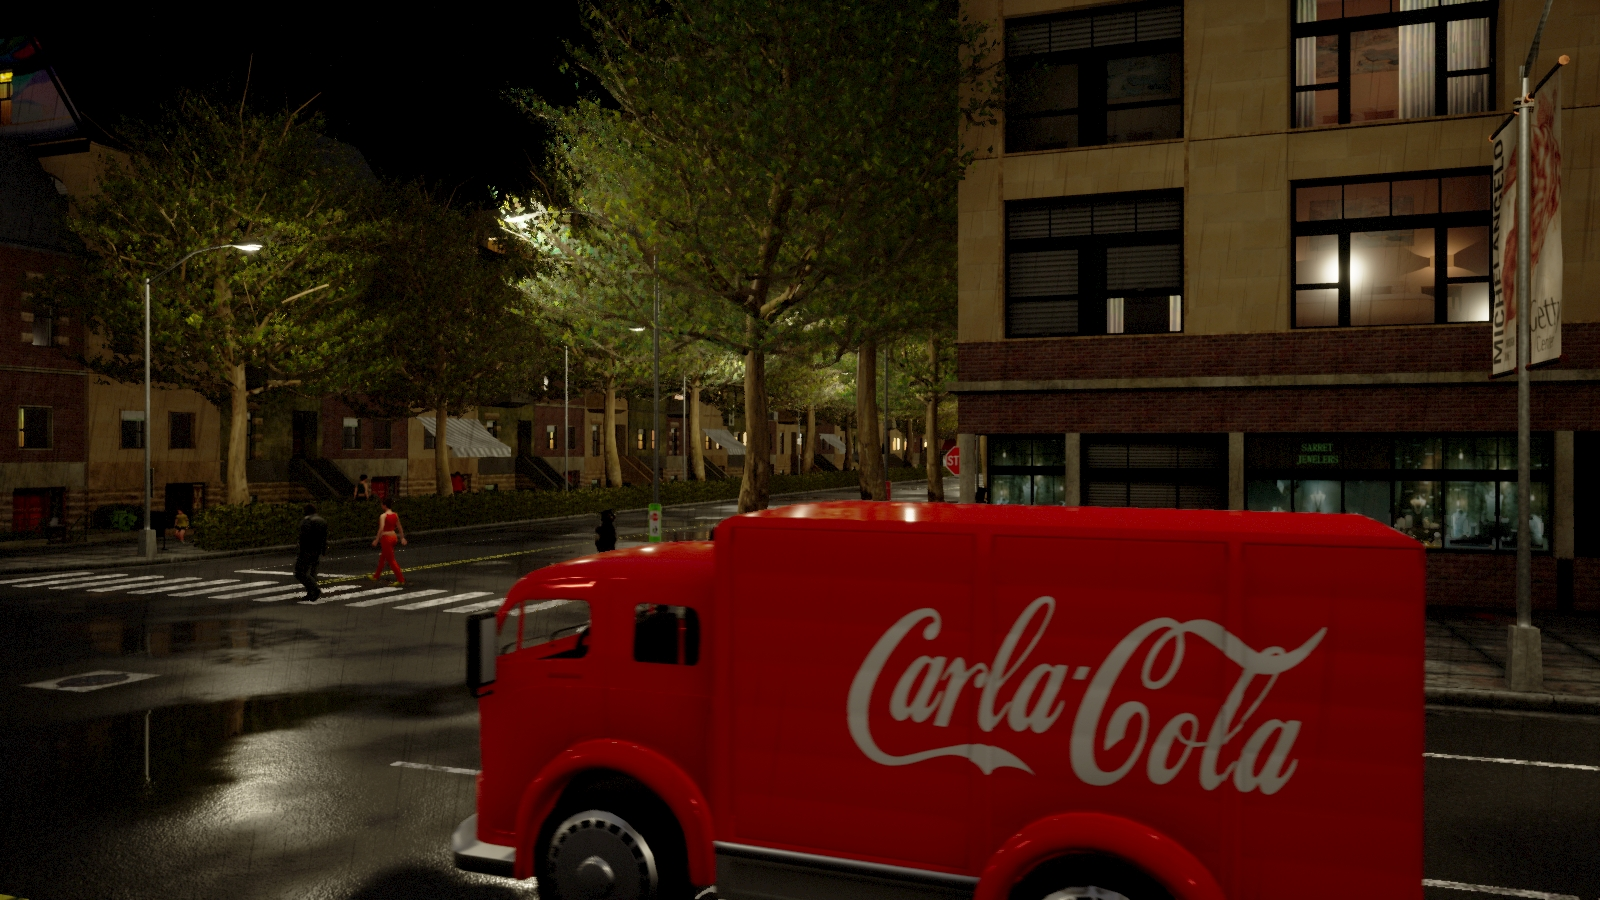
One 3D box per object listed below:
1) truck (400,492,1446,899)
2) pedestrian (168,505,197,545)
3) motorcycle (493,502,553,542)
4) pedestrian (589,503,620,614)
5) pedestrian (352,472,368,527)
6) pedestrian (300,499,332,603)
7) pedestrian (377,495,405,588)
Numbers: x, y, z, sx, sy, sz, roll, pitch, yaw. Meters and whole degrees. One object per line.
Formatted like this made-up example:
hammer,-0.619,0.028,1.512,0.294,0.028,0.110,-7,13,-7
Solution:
truck,0.640,1.568,6.778,5.204,2.467,2.627,0,0,20
pedestrian,-17.124,2.076,31.696,0.500,1.100,0.500,0,0,6
motorcycle,-8.563,2.214,35.362,0.803,1.145,2.033,0,-1,20
pedestrian,-3.355,1.847,19.643,0.375,1.860,0.375,0,0,35
pedestrian,-15.104,1.696,39.230,0.375,1.860,0.375,0,0,19
pedestrian,-8.889,1.849,20.986,0.375,1.860,0.375,0,0,20
pedestrian,-8.345,1.849,23.316,0.375,1.860,0.375,0,0,20
